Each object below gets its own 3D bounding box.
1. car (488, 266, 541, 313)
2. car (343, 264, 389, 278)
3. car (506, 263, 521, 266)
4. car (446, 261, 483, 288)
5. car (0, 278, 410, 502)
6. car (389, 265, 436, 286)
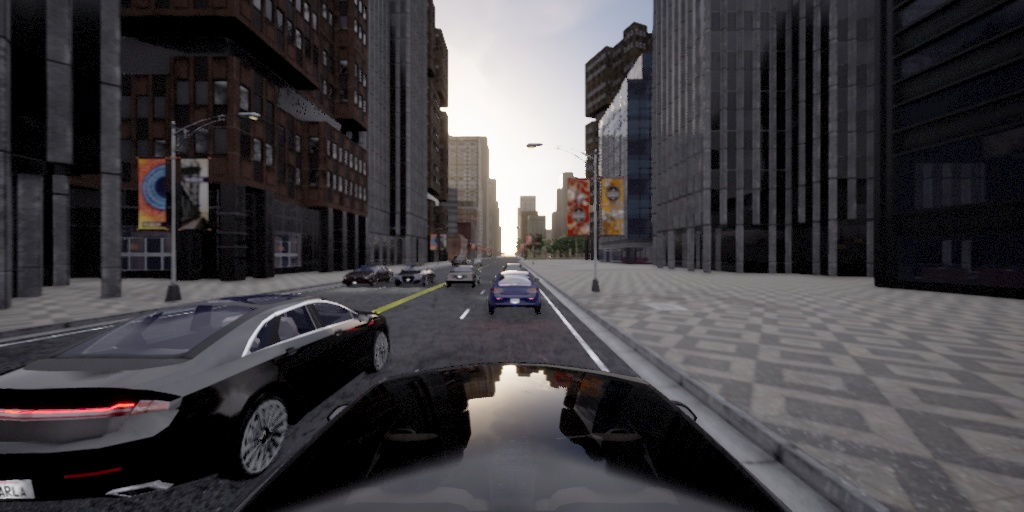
[{"bbox_3d":[0.092,1.274,13.803,1.812,1.442,4.674,0,0,0],"label":"car"},{"bbox_3d":[-9.839,1.289,25.084,2.033,1.411,5.357,0,0,0],"label":"car"},{"bbox_3d":[0.114,1.301,30.136,1.994,1.385,4.181,0,0,0],"label":"car"},{"bbox_3d":[-3.139,1.289,23.939,2.033,1.411,5.357,0,0,0],"label":"car"},{"bbox_3d":[-3.148,1.243,4.670,2.128,1.511,4.902,0,0,0],"label":"car"},{"bbox_3d":[-6.585,1.305,24.694,1.994,1.385,4.181,0,0,0],"label":"car"}]
